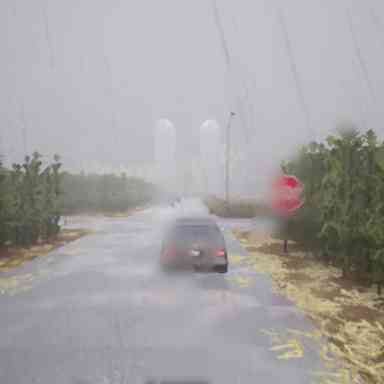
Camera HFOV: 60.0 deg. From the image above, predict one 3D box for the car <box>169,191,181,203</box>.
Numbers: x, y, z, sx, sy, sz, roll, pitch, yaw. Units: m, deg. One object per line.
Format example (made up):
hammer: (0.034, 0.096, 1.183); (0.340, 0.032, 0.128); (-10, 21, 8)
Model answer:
car: (-3.143, 0.868, 59.241); (2.150, 2.045, 5.566); (0, 0, 1)

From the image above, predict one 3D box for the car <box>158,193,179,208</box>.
car: (-3.194, 1.219, 42.003); (2.128, 1.511, 4.902); (0, 0, 0)

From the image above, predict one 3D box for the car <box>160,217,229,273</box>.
car: (0.096, 1.499, 10.460); (2.033, 1.411, 5.357); (0, 1, 1)
